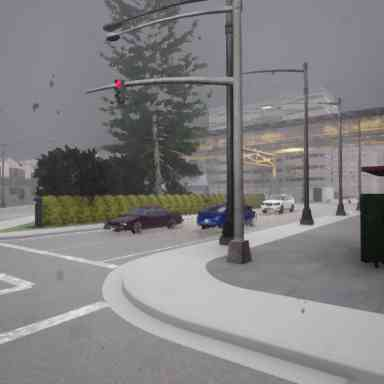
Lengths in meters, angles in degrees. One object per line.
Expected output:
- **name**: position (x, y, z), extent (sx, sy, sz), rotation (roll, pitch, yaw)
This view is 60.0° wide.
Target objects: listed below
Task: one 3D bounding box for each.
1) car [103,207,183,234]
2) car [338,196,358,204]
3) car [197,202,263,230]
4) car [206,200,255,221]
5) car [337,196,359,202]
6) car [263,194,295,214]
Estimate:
- **car**: position (-2.728, 1.602, 20.050), extent (2.033, 1.411, 5.357), rotation (-1, 0, 36)
- **car**: position (31.907, 1.521, 67.979), extent (4.974, 1.542, 2.038), rotation (0, 0, -29)
- **car**: position (2.293, 1.498, 20.705), extent (1.882, 1.535, 5.008), rotation (-1, 0, 36)
- **car**: position (3.393, 1.534, 28.497), extent (1.882, 1.535, 5.008), rotation (-1, 0, 36)
- **car**: position (31.951, 1.363, 68.006), extent (4.536, 1.218, 1.853), rotation (0, 0, -29)
- **car**: position (9.696, 1.280, 37.161), extent (2.150, 2.045, 5.566), rotation (-1, 0, 36)
